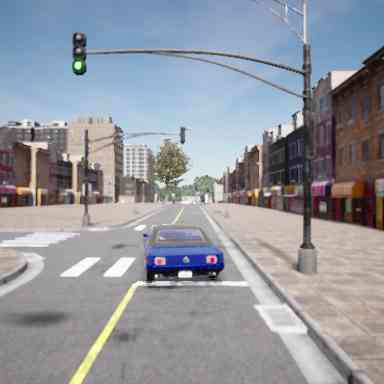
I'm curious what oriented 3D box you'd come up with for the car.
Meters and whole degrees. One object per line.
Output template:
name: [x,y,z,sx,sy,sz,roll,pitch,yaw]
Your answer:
car: [-0.513,1.617,9.891,1.895,1.301,4.718,0,0,-10]
